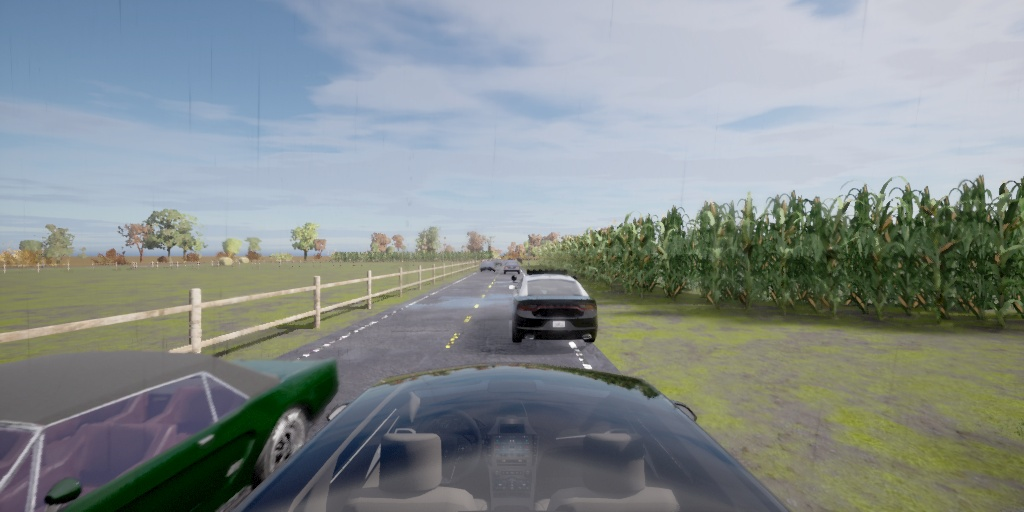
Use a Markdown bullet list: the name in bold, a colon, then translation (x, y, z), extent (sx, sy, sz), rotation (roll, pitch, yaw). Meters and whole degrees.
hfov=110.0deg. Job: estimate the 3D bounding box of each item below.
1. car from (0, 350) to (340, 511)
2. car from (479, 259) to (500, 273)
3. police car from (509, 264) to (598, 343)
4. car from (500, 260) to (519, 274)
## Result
- **car**: translation (-2.852, 1.351, 1.779), extent (1.895, 1.301, 4.718), rotation (0, 0, 0)
- **car**: translation (-2.965, 1.298, 44.793), extent (2.033, 1.411, 5.357), rotation (0, 0, 0)
- **police car**: translation (0.942, 1.175, 9.840), extent (1.930, 1.638, 5.238), rotation (0, 0, 0)
- **car**: translation (-0.017, 1.298, 40.681), extent (2.033, 1.411, 5.357), rotation (0, 0, 0)
